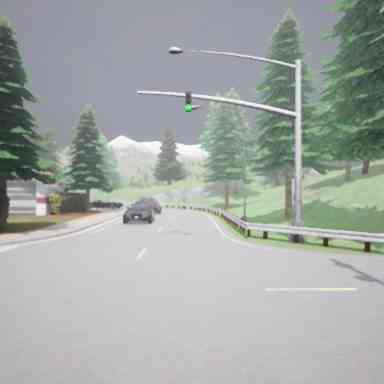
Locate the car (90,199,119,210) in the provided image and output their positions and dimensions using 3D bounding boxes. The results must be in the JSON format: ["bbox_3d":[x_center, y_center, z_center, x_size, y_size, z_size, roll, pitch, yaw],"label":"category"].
[{"bbox_3d":[-11.092,1.524,41.967,4.718,1.301,1.895,0,0,15],"label":"car"}]

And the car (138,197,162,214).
[{"bbox_3d":[-4.572,1.283,34.182,2.097,1.767,4.553,0,0,-19],"label":"car"}]

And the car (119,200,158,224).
[{"bbox_3d":[-3.807,1.515,24.387,1.994,1.385,4.181,0,0,-2],"label":"car"}]
